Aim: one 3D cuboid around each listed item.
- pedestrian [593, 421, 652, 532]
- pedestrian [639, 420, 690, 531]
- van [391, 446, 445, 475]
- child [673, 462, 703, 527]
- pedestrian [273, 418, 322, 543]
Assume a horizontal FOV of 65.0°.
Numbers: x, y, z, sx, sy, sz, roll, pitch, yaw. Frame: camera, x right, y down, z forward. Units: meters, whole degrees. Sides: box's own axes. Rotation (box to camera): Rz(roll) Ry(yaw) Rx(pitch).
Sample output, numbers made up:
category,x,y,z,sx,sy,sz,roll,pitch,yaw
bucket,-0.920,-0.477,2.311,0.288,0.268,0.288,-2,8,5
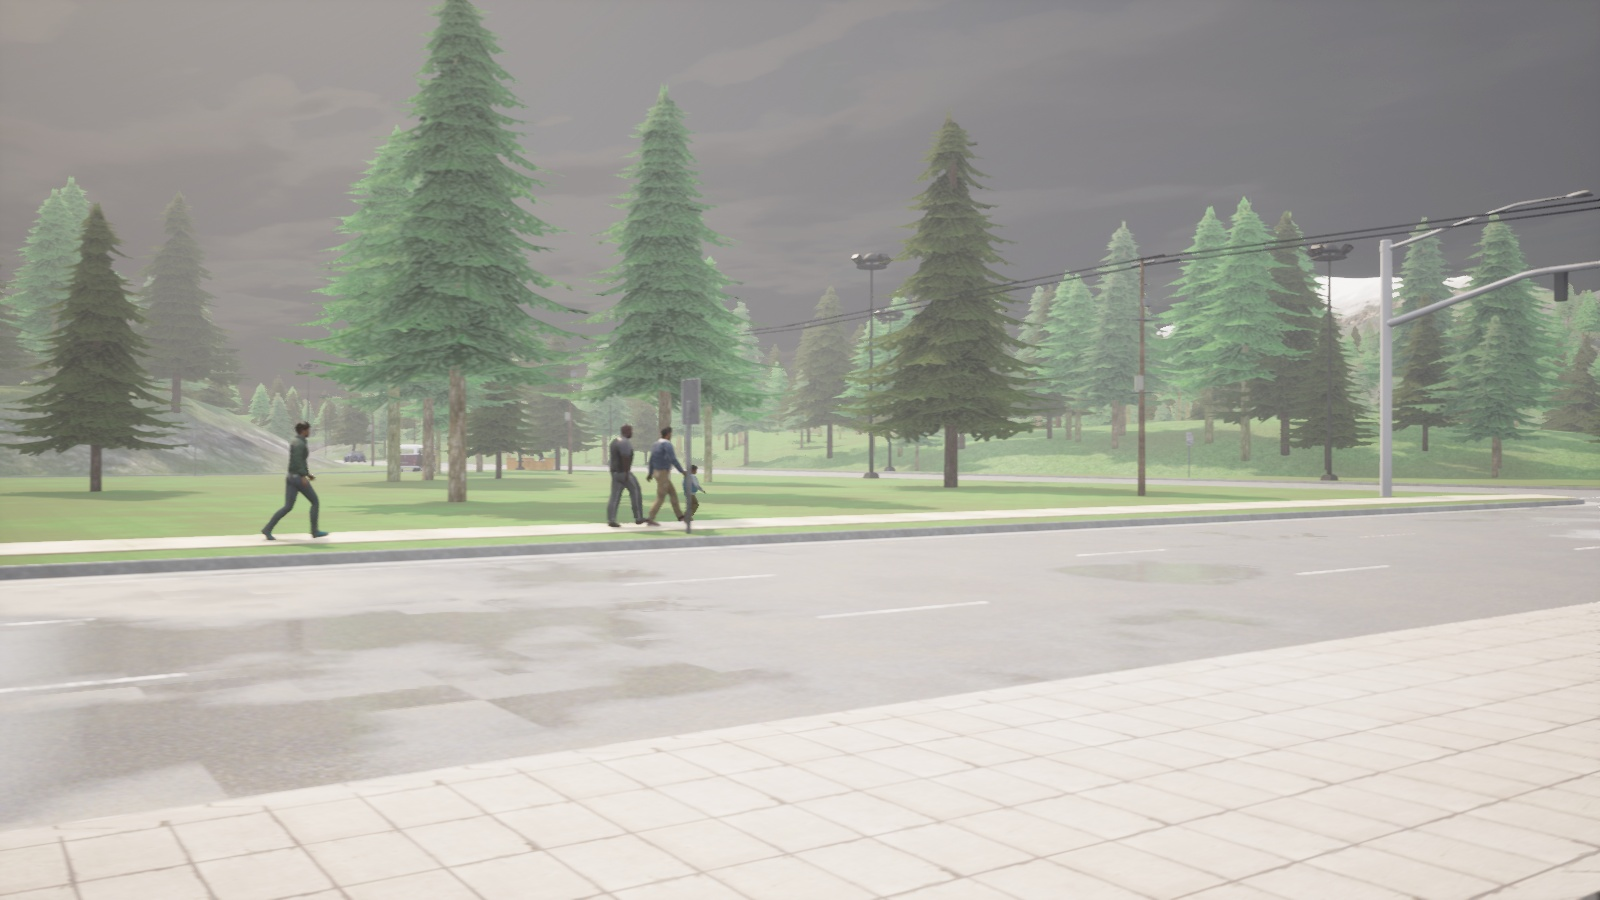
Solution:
category,x,y,z,sx,sy,sz,roll,pitch,yaw
pedestrian,-3.073,0.444,21.788,0.849,1.883,0.563,0,0,-35
pedestrian,-2.411,0.443,22.288,0.788,1.949,0.423,0,0,-34
van,-27.740,0.751,91.252,2.069,2.038,4.480,0,0,8
child,-2.093,0.826,23.503,0.448,1.192,0.343,0,0,-35
pedestrian,-7.529,0.446,18.816,0.614,1.847,0.353,0,0,-34
